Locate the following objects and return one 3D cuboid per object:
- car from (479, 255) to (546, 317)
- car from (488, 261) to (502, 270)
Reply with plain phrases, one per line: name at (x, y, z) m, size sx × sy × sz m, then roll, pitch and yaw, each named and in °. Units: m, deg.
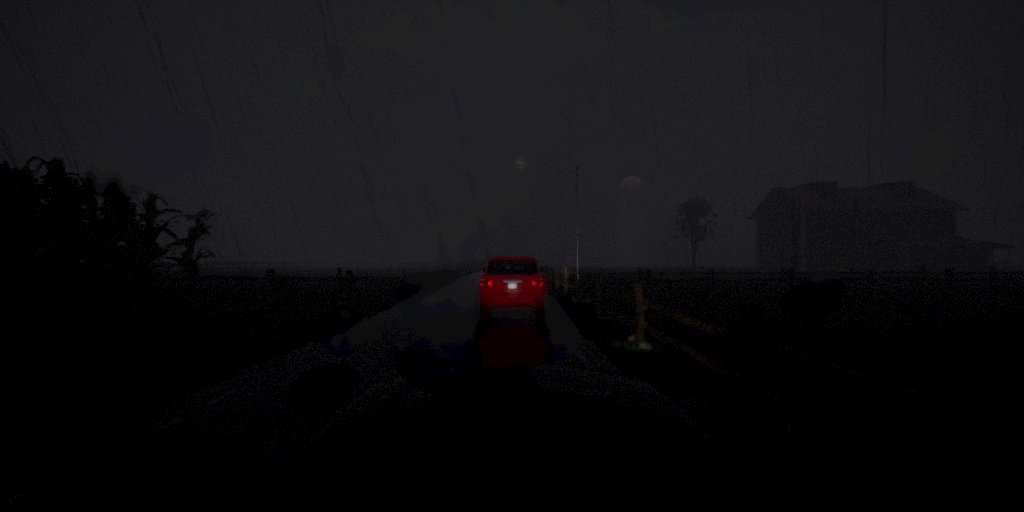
car at (0.037, 0.991, 13.474) m, size 2.150 × 2.045 × 5.566 m, roll 0°, pitch 0°, yaw 1°
car at (-2.801, 1.513, 60.073) m, size 1.994 × 1.385 × 4.181 m, roll 0°, pitch 0°, yaw 0°
